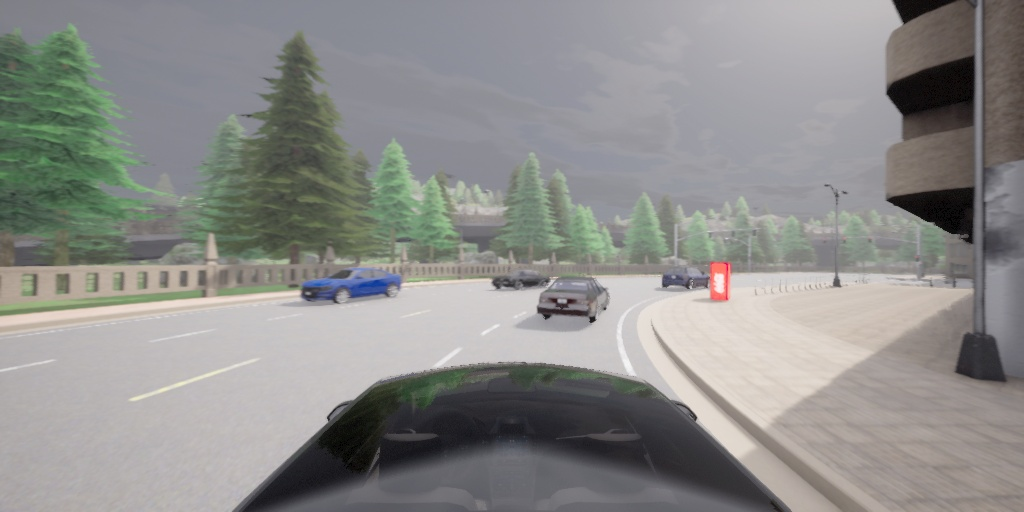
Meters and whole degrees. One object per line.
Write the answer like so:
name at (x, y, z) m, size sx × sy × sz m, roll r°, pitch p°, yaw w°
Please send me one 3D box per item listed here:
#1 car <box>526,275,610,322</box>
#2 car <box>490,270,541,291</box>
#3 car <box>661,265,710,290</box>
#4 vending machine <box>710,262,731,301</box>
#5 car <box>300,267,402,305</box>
car at (2.428, 1.463, 13.266) m, size 2.033 × 1.411 × 5.357 m, roll 1°, pitch -1°, yaw 21°
car at (0.631, 1.617, 24.552) m, size 1.895 × 1.301 × 4.718 m, roll 0°, pitch -1°, yaw 37°
car at (13.384, 1.586, 27.358) m, size 4.553 × 1.767 × 2.097 m, roll 1°, pitch -1°, yaw -39°
vending machine at (10.521, 1.284, 18.127) m, size 1.100 × 2.100 × 0.880 m, roll 0°, pitch 0°, yaw 37°
car at (-7.351, 1.290, 16.897) m, size 1.882 × 1.535 × 5.008 m, roll 0°, pitch -1°, yaw 23°
